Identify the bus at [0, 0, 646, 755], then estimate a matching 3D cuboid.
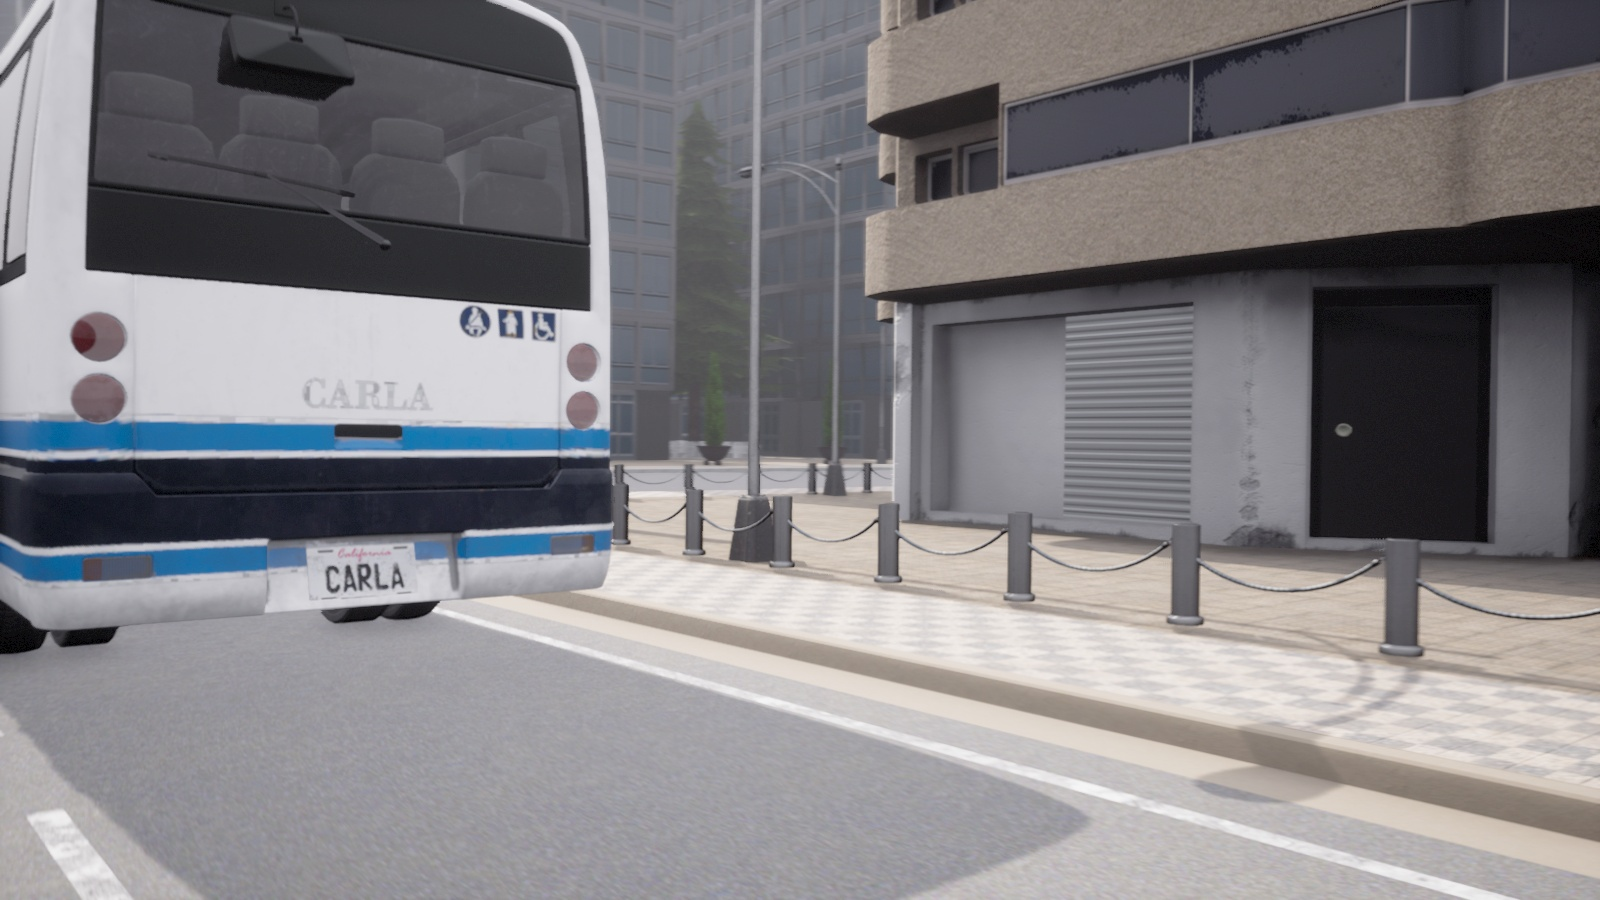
[{"bbox_3d":[-5.837,-0.719,11.072,3.944,4.253,10.273,-1,1,-40],"label":"bus"}]
